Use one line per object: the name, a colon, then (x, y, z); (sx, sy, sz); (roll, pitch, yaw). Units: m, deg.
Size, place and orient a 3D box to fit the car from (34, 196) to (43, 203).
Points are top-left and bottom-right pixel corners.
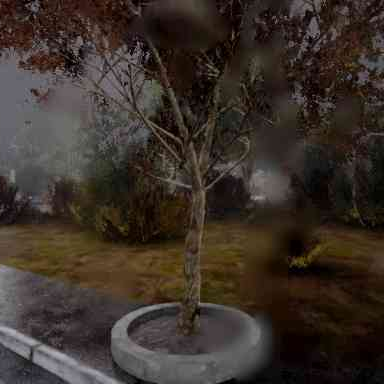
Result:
car: (-21.589, 1.216, 45.705); (2.033, 1.411, 5.357); (1, 0, 32)
